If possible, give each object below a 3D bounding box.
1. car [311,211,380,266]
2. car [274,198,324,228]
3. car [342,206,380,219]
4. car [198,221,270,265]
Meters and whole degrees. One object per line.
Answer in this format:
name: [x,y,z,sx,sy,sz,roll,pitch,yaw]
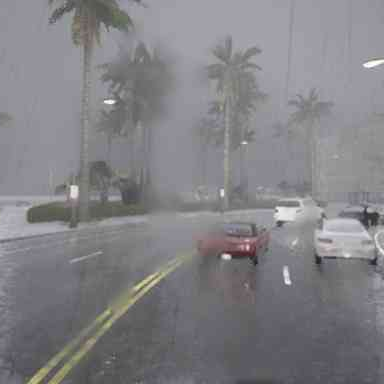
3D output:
car: [5.387,1.647,12.048,1.812,1.442,4.674,0,0,20]
car: [7.980,1.471,24.462,2.150,2.045,5.566,-1,0,38]
car: [11.929,1.716,23.701,1.882,1.535,5.008,-1,-1,40]
car: [1.774,1.726,12.367,1.895,1.301,4.718,0,-1,19]
